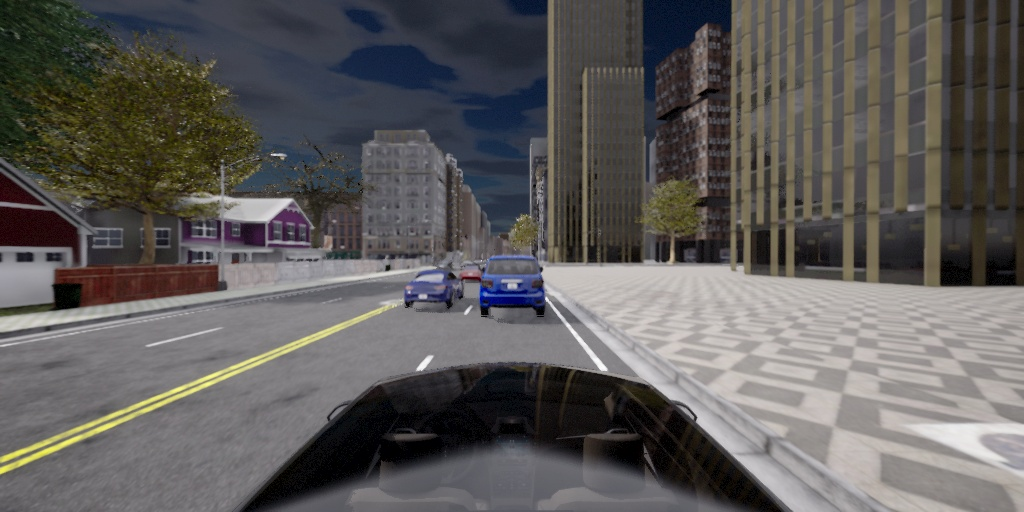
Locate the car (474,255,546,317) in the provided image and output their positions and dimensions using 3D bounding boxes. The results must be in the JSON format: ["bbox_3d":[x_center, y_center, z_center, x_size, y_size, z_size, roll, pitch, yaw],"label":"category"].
[{"bbox_3d":[0.032,0.996,13.467,2.150,2.045,5.566,0,0,0],"label":"car"}]

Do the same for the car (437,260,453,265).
[{"bbox_3d":[-9.830,1.381,52.458,2.128,1.511,4.902,0,0,0],"label":"car"}]

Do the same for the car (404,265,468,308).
[{"bbox_3d":[-3.200,1.301,15.264,1.812,1.442,4.674,0,0,1],"label":"car"}]

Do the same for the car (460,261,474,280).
[{"bbox_3d":[-3.204,1.378,29.816,1.994,1.385,4.181,0,0,0],"label":"car"}]
